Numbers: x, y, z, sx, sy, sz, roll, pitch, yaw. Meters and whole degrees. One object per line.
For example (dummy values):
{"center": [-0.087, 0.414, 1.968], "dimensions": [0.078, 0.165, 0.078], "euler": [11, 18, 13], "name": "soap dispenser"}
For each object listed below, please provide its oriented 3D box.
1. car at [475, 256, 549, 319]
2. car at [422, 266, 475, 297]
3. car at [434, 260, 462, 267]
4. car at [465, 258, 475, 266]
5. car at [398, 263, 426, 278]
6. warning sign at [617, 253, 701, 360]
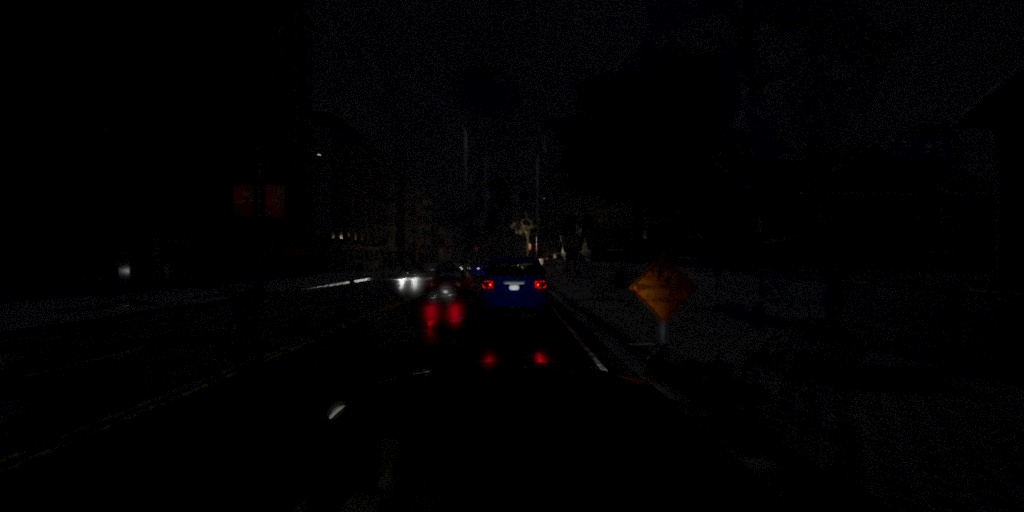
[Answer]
{"center": [0.085, 1.011, 13.153], "dimensions": [2.150, 2.045, 5.566], "euler": [0, 0, 0], "name": "car"}
{"center": [-3.162, 1.407, 19.291], "dimensions": [1.895, 1.301, 4.718], "euler": [0, 0, 0], "name": "car"}
{"center": [-6.617, 1.366, 36.112], "dimensions": [1.837, 1.490, 4.892], "euler": [0, 0, 0], "name": "car"}
{"center": [-3.173, 1.213, 35.934], "dimensions": [2.097, 1.767, 4.553], "euler": [0, 0, 0], "name": "car"}
{"center": [-9.866, 1.424, 35.913], "dimensions": [1.994, 1.385, 4.181], "euler": [0, 0, 0], "name": "car"}
{"center": [2.847, 0.882, 6.796], "dimensions": [1.300, 1.860, 1.060], "euler": [0, 0, 0], "name": "warning sign"}
